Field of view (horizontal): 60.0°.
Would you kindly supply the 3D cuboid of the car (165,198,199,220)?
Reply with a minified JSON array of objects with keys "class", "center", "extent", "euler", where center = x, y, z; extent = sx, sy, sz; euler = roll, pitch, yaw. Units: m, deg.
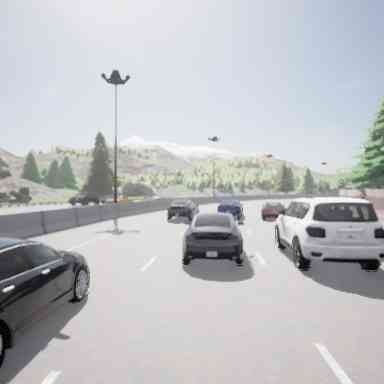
[{"class":"car","center":[-0.621,1.385,26.444],"extent":[1.837,1.490,4.892],"euler":[0,0,11]}]

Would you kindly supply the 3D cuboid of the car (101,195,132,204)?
[{"class":"car","center":[-10.156,1.242,46.217],"extent":[1.882,1.535,5.008],"euler":[0,1,18]}]

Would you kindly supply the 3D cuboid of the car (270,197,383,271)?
[{"class":"car","center":[4.192,1.185,10.959],"extent":[2.150,2.045,5.566],"euler":[0,0,5]}]

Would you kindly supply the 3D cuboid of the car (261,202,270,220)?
[{"class":"car","center":[6.673,1.463,27.168],"extent":[1.994,1.385,4.181],"euler":[0,0,12]}]

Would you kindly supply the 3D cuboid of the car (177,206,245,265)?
[{"class":"car","center":[0.760,1.455,11.567],"extent":[1.837,1.490,4.892],"euler":[0,0,5]}]

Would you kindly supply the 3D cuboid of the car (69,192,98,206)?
[{"class":"car","center":[-16.158,0.950,50.334],"extent":[2.150,2.045,5.566],"euler":[0,0,18]}]

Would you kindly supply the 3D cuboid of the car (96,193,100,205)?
[{"class":"car","center":[-12.110,1.213,51.388],"extent":[1.882,1.535,5.008],"euler":[0,0,20]}]

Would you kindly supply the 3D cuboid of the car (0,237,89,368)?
[{"class":"car","center":[-3.183,1.471,5.256],"extent":[1.837,1.490,4.892],"euler":[0,0,2]}]

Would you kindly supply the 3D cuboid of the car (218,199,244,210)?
[{"class":"car","center":[3.266,1.363,27.996],"extent":[1.882,1.535,5.008],"euler":[0,0,12]}]

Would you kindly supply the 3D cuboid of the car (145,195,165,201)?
[{"class":"car","center":[-5.366,1.258,49.464],"extent":[2.128,1.511,4.902],"euler":[0,0,20]}]

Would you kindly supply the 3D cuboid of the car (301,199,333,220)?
[{"class":"car","center":[10.476,1.384,28.211],"extent":[1.882,1.535,5.008],"euler":[0,0,13]}]
